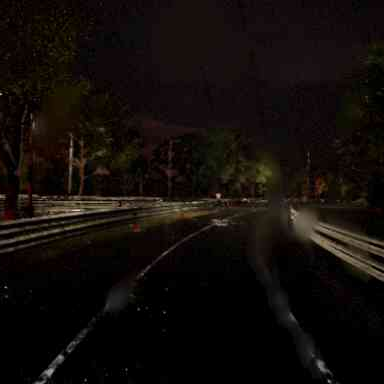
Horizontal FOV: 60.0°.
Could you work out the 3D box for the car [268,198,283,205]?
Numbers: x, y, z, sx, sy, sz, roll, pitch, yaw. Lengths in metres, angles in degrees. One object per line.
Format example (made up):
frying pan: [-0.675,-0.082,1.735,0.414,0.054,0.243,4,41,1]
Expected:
car: [21.808,2.642,87.534,1.882,1.535,5.008,2,0,37]

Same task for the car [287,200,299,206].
car: [26.877,2.822,88.418,1.882,1.535,5.008,2,0,37]

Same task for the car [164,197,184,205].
car: [-3.080,1.725,60.591,1.882,1.535,5.008,2,0,37]

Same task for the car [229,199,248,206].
car: [9.404,2.186,71.225,1.882,1.535,5.008,2,0,37]

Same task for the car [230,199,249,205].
car: [11.459,2.330,79.709,2.033,1.411,5.357,2,0,37]

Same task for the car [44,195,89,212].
car: [-13.281,1.181,35.613,2.097,1.767,4.553,2,0,37]
